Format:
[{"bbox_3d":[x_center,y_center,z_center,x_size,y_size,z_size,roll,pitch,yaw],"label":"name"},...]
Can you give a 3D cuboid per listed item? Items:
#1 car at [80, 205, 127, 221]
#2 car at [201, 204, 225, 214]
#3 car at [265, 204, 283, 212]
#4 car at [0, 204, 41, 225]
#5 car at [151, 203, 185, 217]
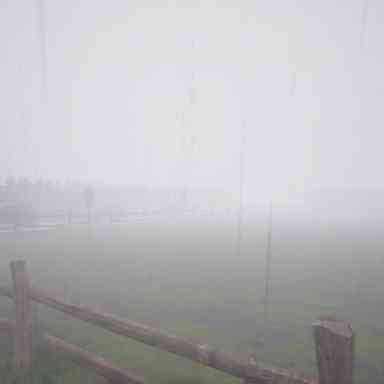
[{"bbox_3d":[-8.585,2.053,32.631,2.128,1.511,4.902,-1,-2,36],"label":"car"},{"bbox_3d":[3.190,2.546,48.759,1.812,1.442,4.674,-1,-2,36],"label":"car"},{"bbox_3d":[14.805,2.828,59.888,1.882,1.535,5.008,-1,-2,36],"label":"car"},{"bbox_3d":[-13.959,1.699,25.127,2.097,1.767,4.553,-1,-2,35],"label":"car"},{"bbox_3d":[-2.878,2.137,40.494,2.097,1.767,4.553,-1,-2,36],"label":"car"}]
